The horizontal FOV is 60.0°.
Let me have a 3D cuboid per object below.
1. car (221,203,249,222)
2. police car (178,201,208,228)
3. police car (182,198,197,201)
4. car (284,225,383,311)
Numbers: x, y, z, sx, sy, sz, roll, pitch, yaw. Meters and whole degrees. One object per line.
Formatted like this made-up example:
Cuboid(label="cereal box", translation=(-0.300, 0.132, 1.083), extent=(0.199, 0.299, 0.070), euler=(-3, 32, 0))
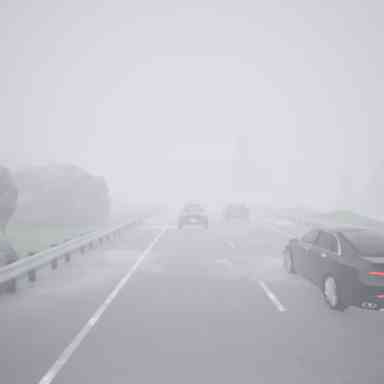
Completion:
Cuboid(label="car", translation=(3.584, 1.628, 27.900), extent=(2.128, 1.511, 4.902), euler=(0, 0, 0))
Cuboid(label="police car", translation=(0.091, 1.618, 23.168), extent=(2.038, 1.542, 4.974), euler=(0, 0, 0))
Cuboid(label="police car", translation=(-0.243, 1.628, 41.662), extent=(1.930, 1.638, 5.238), euler=(0, 0, -2))
Cuboid(label="car", translation=(3.597, 1.544, 7.842), extent=(1.837, 1.490, 4.892), euler=(0, 0, 0))
